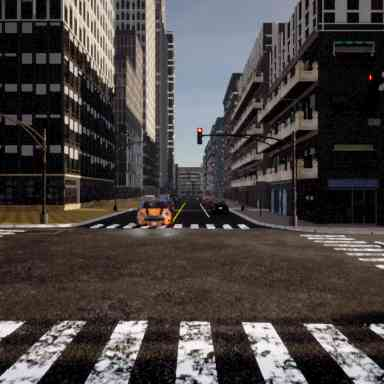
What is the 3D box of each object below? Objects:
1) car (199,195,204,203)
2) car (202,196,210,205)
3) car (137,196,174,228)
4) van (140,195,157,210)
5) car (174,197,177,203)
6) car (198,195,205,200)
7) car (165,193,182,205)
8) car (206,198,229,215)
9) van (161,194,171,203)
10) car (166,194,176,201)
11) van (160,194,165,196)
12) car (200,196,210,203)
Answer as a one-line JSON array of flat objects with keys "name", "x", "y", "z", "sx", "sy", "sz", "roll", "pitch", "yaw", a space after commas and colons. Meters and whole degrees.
[{"name": "car", "x": 2.745, "y": 1.561, "z": 60.732, "sx": 2.008, "sy": 1.369, "sz": 4.403, "roll": 0, "pitch": 0, "yaw": 0}, {"name": "car", "x": 2.729, "y": 1.550, "z": 43.769, "sx": 1.887, "sy": 1.381, "sz": 4.507, "roll": 0, "pitch": 0, "yaw": 0}, {"name": "car", "x": -2.545, "y": 1.342, "z": 22.207, "sx": 2.097, "sy": 1.767, "sz": 4.553, "roll": 0, "pitch": 0, "yaw": -7}, {"name": "van", "x": -5.652, "y": 1.346, "z": 43.777, "sx": 1.690, "sy": 1.788, "sz": 3.998, "roll": 0, "pitch": 0, "yaw": 0}, {"name": "car", "x": -3.064, "y": 1.604, "z": 38.041, "sx": 1.895, "sy": 1.301, "sz": 4.718, "roll": 0, "pitch": 0, "yaw": 0}, {"name": "car", "x": 2.777, "y": 1.590, "z": 94.658, "sx": 1.947, "sy": 1.339, "sz": 4.313, "roll": 0, "pitch": 0, "yaw": 0}, {"name": "car", "x": -2.999, "y": 1.232, "z": 58.245, "sx": 2.150, "sy": 2.045, "sz": 5.566, "roll": 0, "pitch": 0, "yaw": 1}, {"name": "car", "x": 2.720, "y": 1.568, "z": 33.802, "sx": 1.947, "sy": 1.339, "sz": 4.313, "roll": 0, "pitch": 0, "yaw": 0}, {"name": "van", "x": -5.625, "y": 1.355, "z": 72.048, "sx": 1.690, "sy": 1.788, "sz": 3.998, "roll": 0, "pitch": 0, "yaw": 0}, {"name": "car", "x": -5.609, "y": 1.337, "z": 89.012, "sx": 2.192, "sy": 1.841, "sz": 5.009, "roll": 0, "pitch": 0, "yaw": 0}, {"name": "van", "x": -5.631, "y": 1.353, "z": 66.394, "sx": 1.690, "sy": 1.788, "sz": 3.998, "roll": 0, "pitch": 0, "yaw": 0}, {"name": "car", "x": 2.756, "y": 1.559, "z": 72.040, "sx": 1.887, "sy": 1.381, "sz": 4.507, "roll": 0, "pitch": 0, "yaw": 0}]
